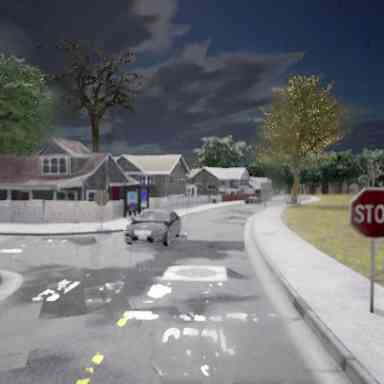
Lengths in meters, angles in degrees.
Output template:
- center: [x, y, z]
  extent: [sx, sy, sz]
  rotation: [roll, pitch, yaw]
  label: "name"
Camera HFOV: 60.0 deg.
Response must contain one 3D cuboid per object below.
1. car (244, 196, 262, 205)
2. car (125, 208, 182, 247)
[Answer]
- center: [10.427, 1.398, 55.971]
  extent: [2.033, 1.411, 5.357]
  rotation: [1, 1, 26]
  label: "car"
- center: [-1.646, 1.532, 15.556]
  extent: [2.128, 1.511, 4.902]
  rotation: [0, 0, 7]
  label: "car"
